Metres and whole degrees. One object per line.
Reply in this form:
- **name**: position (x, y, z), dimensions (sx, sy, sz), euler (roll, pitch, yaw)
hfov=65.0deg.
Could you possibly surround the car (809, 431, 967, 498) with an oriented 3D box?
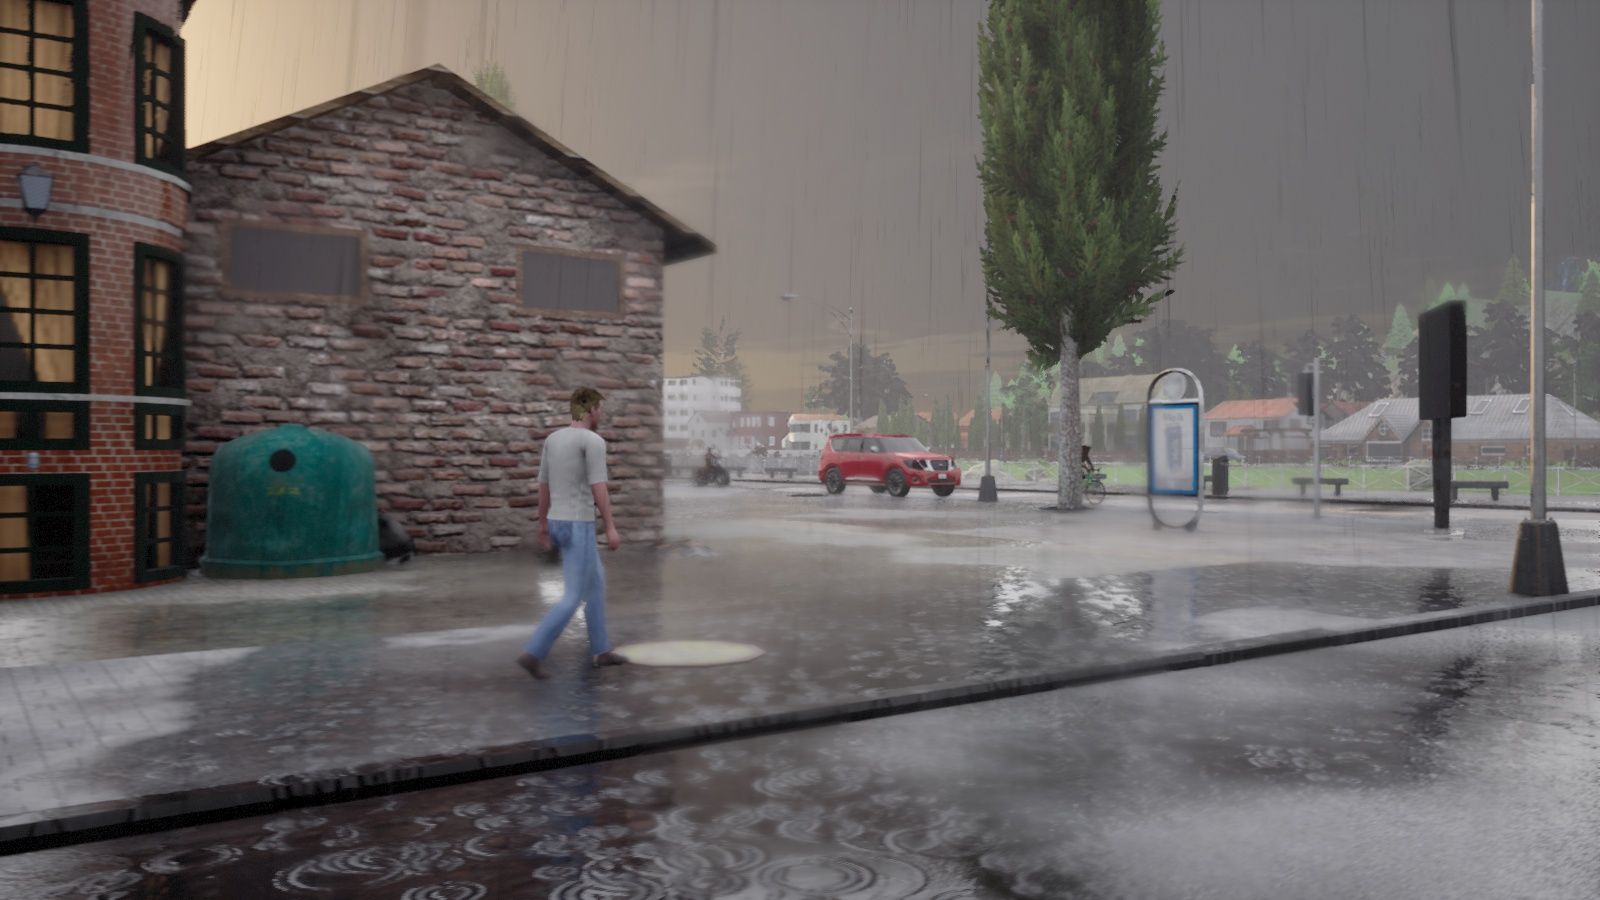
- **car**: position (2.775, 0.437, 41.038), dimensions (2.150, 2.045, 5.566), euler (0, 0, -35)

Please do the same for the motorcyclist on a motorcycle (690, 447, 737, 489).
- **motorcyclist on a motorcycle**: position (-3.457, 0.704, 49.981), dimensions (0.766, 1.649, 2.350), euler (0, 0, -35)

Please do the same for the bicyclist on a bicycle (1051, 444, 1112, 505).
- **bicyclist on a bicycle**: position (7.623, 0.644, 34.080), dimensions (0.582, 1.620, 1.656), euler (0, 0, -35)

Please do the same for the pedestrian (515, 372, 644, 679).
- **pedestrian**: position (-1.380, 0.452, 7.876), dimensions (0.706, 1.836, 0.354), euler (0, 0, -42)
